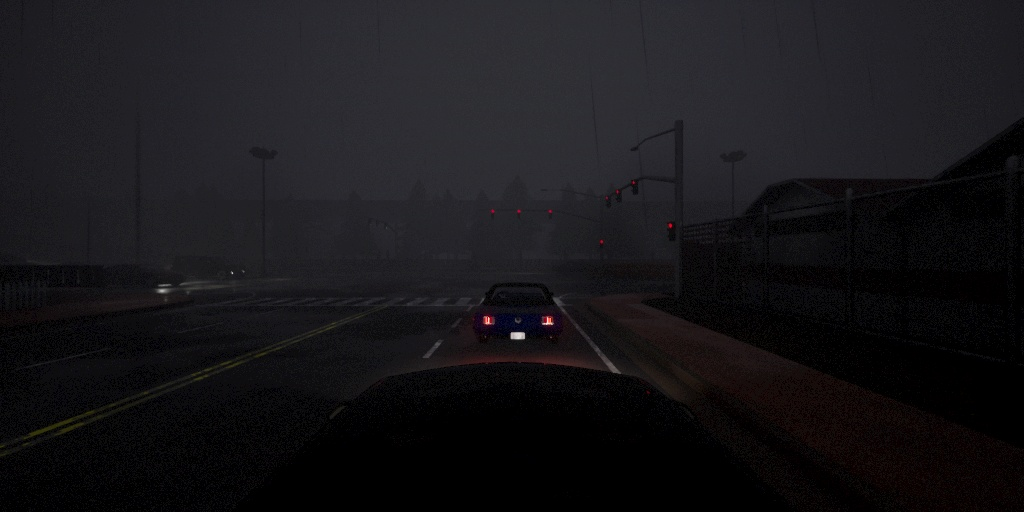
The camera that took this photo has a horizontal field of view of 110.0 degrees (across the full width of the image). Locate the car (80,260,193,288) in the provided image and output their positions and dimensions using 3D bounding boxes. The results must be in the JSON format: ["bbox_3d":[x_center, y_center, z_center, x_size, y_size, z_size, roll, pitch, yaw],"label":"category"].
[{"bbox_3d":[-24.161,1.226,23.207,5.008,1.535,1.882,0,0,-1],"label":"car"}]

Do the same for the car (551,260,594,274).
[{"bbox_3d":[7.016,1.242,41.448,4.902,1.511,2.128,0,0,-1],"label":"car"}]

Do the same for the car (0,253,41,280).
[{"bbox_3d":[-38.316,0.776,26.475,5.566,2.045,2.150,2,0,-1],"label":"car"}]

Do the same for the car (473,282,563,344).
[{"bbox_3d":[0.189,1.351,9.579,1.895,1.301,4.718,0,0,2],"label":"car"}]

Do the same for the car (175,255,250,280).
[{"bbox_3d":[-25.400,0.965,30.188,5.566,2.045,2.150,0,0,-1],"label":"car"}]

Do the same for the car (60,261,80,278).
[{"bbox_3d":[-35.667,1.173,30.021,4.674,1.442,1.812,2,0,-1],"label":"car"}]
